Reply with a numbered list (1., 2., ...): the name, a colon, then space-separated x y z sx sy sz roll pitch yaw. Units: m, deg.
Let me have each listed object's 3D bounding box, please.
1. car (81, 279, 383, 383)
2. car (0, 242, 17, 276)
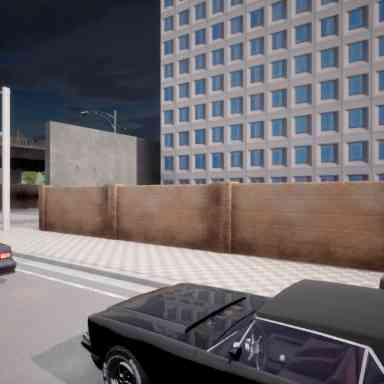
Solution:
1. car: 1.042 1.601 3.242 4.718 1.301 1.895 0 0 36
2. car: -6.762 1.547 8.821 5.357 1.411 2.033 0 0 36
